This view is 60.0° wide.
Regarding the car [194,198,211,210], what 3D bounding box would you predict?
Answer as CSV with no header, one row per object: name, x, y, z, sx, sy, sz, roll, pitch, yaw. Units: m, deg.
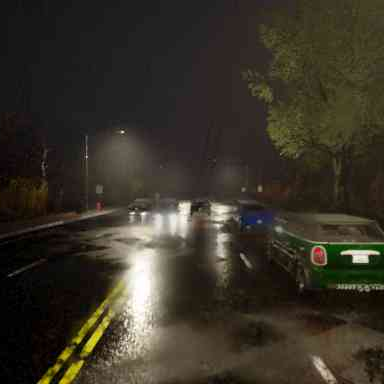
car,1.267,1.378,39.599,1.895,1.301,4.718,0,0,4

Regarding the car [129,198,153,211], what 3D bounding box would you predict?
car,-5.530,1.342,36.805,2.033,1.411,5.357,0,0,4

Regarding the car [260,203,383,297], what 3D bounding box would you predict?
car,3.314,1.309,8.611,2.097,1.767,4.553,0,0,1

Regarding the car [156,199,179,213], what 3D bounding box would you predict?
car,-2.438,1.412,34.033,1.895,1.301,4.718,0,0,3

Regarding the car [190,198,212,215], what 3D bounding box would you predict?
car,0.822,1.316,31.566,2.128,1.511,4.902,0,0,3

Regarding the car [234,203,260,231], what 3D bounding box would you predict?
car,3.553,1.373,19.564,1.882,1.535,5.008,0,0,2

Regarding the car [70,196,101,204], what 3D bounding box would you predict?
car,-19.411,1.417,60.536,5.357,1.411,2.033,-1,0,12
